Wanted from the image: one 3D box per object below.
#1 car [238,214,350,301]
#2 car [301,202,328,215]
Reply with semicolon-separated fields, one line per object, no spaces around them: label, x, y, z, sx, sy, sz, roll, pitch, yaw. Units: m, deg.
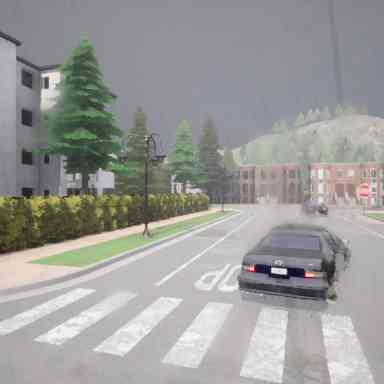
car;2.816;1.534;8.459;2.033;1.411;5.357;-1;0;28
car;11.964;1.588;32.719;1.895;1.301;4.718;0;0;11
